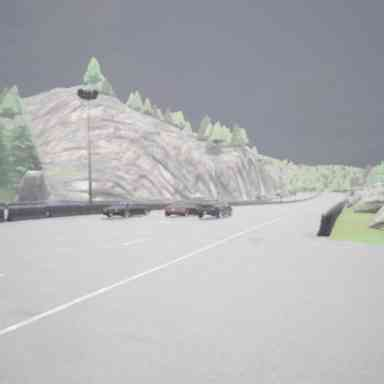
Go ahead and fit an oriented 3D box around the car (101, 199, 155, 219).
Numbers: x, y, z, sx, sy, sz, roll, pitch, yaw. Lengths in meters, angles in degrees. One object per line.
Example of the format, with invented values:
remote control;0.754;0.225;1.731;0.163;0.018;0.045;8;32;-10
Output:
car;-5.493;1.530;28.478;1.895;1.301;4.718;0;-1;25

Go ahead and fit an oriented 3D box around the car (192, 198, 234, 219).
car;2.056;1.429;28.081;1.837;1.490;4.892;0;-1;25

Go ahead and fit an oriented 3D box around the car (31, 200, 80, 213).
car;-16.016;1.627;39.456;2.033;1.411;5.357;0;-1;25

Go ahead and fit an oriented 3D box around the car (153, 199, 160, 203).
car;-6.556;1.846;51.280;1.837;1.490;4.892;0;-2;25

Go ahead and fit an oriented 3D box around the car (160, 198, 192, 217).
car;-0.770;1.521;30.296;1.994;1.385;4.181;0;-1;25

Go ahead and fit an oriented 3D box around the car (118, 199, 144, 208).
car;-10.732;1.978;58.758;2.128;1.511;4.902;0;-1;26

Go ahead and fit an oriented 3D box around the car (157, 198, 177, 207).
car;-5.221;2.136;70.375;2.097;1.767;4.553;0;-1;25

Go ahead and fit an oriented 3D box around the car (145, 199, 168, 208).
car;-6.331;2.042;59.831;1.837;1.490;4.892;0;-2;26

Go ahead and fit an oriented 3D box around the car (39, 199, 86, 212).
car;-14.083;1.496;35.346;1.882;1.535;5.008;0;-1;25

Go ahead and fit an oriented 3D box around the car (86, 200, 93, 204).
car;-15.827;1.818;47.985;1.895;1.301;4.718;0;-1;26
